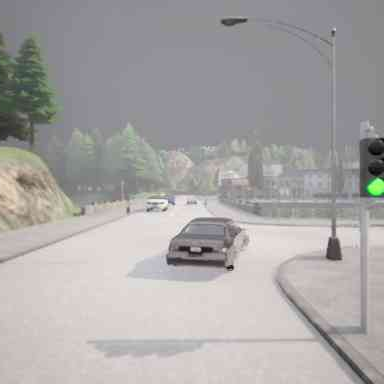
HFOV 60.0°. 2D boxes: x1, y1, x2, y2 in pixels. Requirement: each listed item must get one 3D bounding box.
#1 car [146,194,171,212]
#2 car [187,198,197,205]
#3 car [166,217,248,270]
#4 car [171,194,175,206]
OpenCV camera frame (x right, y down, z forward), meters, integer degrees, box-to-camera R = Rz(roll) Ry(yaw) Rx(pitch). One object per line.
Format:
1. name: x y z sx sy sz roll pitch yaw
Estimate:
1. car: -4.097 1.266 39.661 2.150 2.045 5.566 0 0 0
2. car: -0.013 1.668 60.349 1.895 1.301 4.718 0 0 0
3. car: 0.724 1.560 11.196 2.033 1.411 5.357 0 0 14
4. car: -4.037 1.287 56.612 2.150 2.045 5.566 0 0 1
